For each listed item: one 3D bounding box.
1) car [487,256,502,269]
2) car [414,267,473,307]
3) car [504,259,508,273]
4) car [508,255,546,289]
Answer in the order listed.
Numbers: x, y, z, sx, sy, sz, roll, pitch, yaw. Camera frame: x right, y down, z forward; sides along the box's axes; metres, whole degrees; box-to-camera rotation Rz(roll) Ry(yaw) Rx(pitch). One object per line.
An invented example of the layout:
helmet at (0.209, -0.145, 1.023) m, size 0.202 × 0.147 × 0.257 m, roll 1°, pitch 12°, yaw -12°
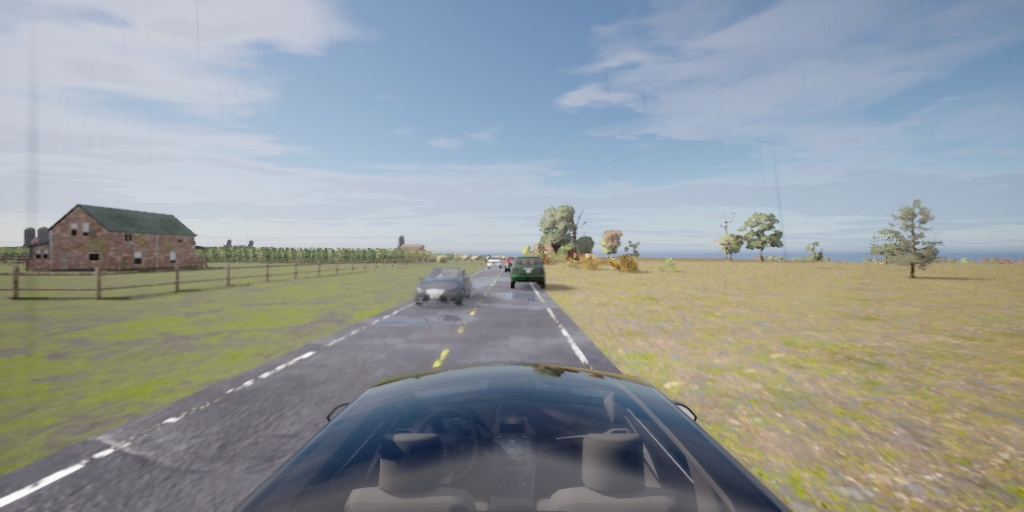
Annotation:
car at (-2.788, 1.003, 57.412) m, size 2.150 × 2.045 × 5.566 m, roll 0°, pitch 0°, yaw 1°
car at (-2.846, 1.245, 15.657) m, size 2.128 × 1.511 × 4.902 m, roll 0°, pitch 0°, yaw 0°
car at (0.045, 1.377, 44.881) m, size 1.895 × 1.301 × 4.718 m, roll 0°, pitch 0°, yaw 1°
car at (0.967, 0.984, 23.512) m, size 2.150 × 2.045 × 5.566 m, roll 0°, pitch 0°, yaw 0°
